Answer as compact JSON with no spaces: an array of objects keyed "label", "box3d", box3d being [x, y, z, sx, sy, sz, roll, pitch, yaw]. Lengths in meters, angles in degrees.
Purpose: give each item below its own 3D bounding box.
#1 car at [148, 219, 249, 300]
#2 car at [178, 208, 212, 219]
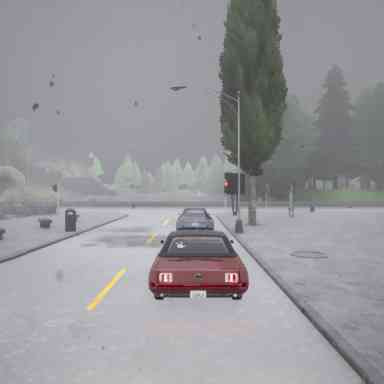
[{"label":"car","box3d":[0.127,1.601,8.351,1.895,1.301,4.718,0,0,0]},{"label":"car","box3d":[0.162,1.564,18.390,1.994,1.385,4.181,0,0,0]}]
